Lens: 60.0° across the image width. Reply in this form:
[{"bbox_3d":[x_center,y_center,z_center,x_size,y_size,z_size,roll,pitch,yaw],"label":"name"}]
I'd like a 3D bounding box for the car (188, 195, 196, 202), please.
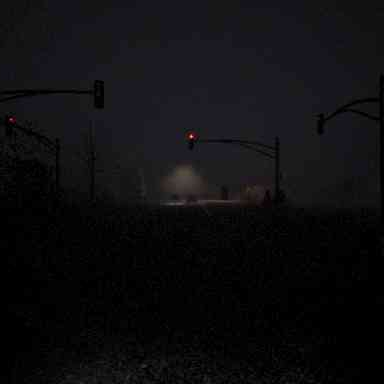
[{"bbox_3d":[-0.069,1.425,77.964,1.837,1.490,4.892,0,0,0],"label":"car"}]

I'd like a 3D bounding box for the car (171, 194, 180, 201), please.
[{"bbox_3d":[-3.564,1.195,72.131,1.837,1.490,4.892,0,0,0],"label":"car"}]

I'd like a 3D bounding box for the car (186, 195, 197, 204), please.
[{"bbox_3d":[-0.059,1.424,67.928,2.097,1.767,4.553,0,0,0],"label":"car"}]
